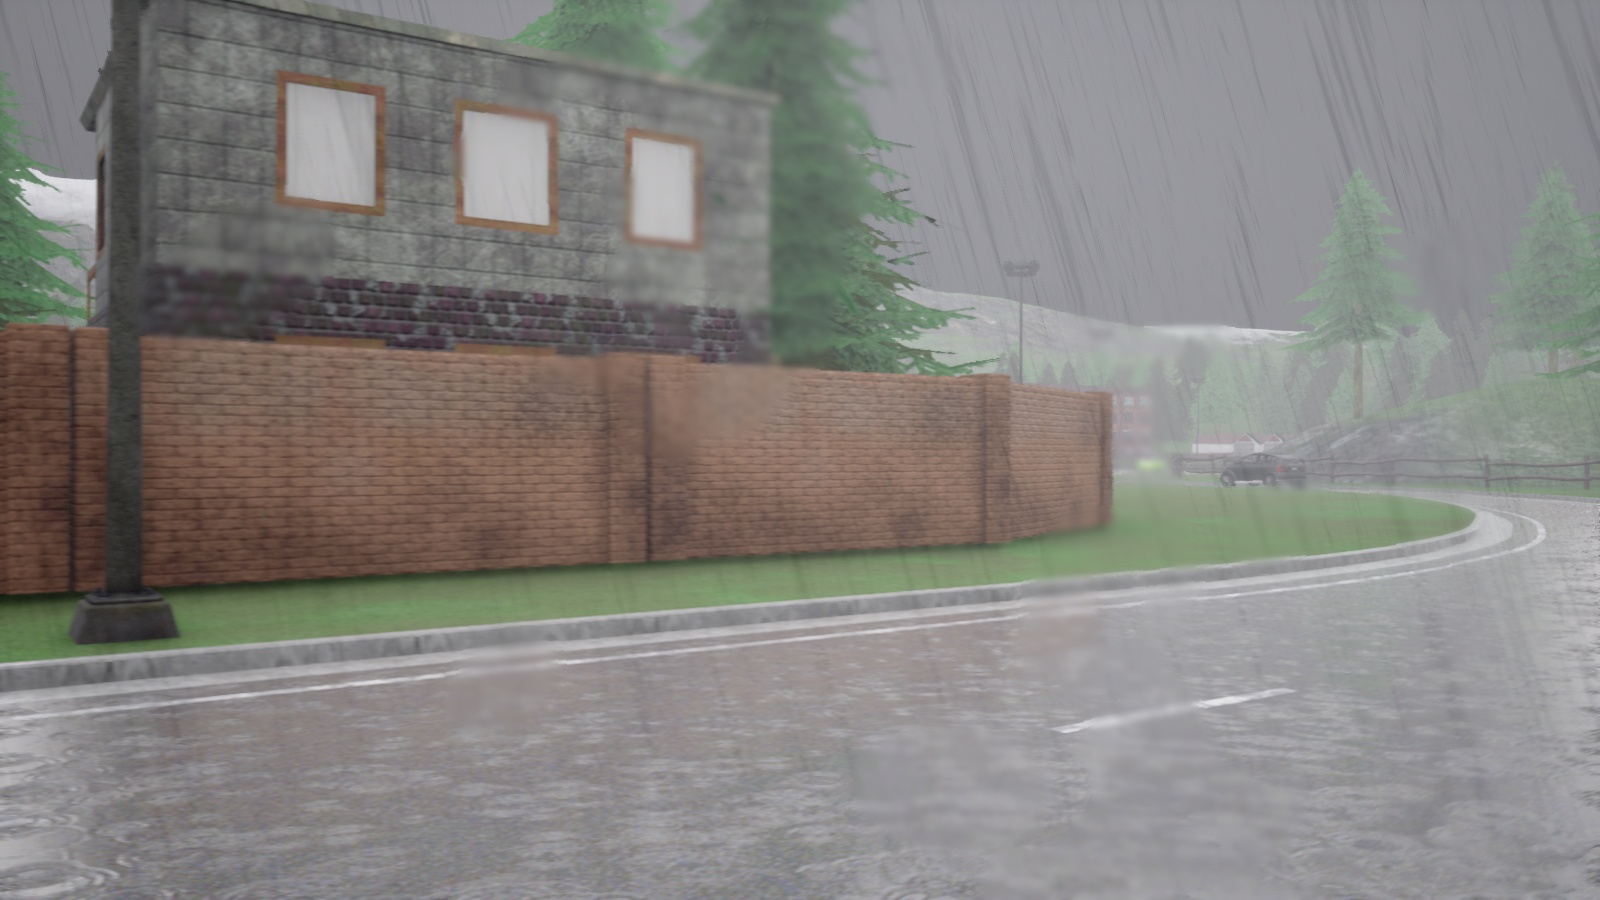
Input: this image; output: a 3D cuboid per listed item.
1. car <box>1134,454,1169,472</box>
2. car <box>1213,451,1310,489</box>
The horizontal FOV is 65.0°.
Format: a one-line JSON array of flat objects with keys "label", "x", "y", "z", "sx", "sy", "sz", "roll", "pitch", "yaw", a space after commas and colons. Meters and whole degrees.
[{"label": "car", "x": 26.297, "y": 0.974, "z": 93.938, "sx": 2.207, "sy": 1.376, "sz": 1.481, "roll": 0, "pitch": 0, "yaw": -35}, {"label": "car", "x": 19.582, "y": 0.813, "z": 53.382, "sx": 1.789, "sy": 1.549, "sz": 3.705, "roll": 0, "pitch": 0, "yaw": -24}]
